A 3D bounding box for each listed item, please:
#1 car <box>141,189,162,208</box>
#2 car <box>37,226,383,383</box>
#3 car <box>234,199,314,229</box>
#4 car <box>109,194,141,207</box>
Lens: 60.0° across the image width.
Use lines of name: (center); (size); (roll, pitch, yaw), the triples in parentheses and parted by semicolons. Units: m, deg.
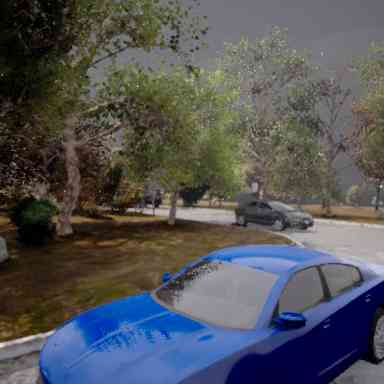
car: (-5.704, 0.643, 35.907); (5.566, 2.045, 2.150); (1, 0, 38)
car: (0.794, 1.474, 4.126); (5.008, 1.535, 1.882); (0, 0, -40)
car: (4.291, 1.195, 18.049); (1.837, 1.490, 4.892); (1, 0, -31)
car: (-7.927, 0.708, 33.401); (4.553, 1.767, 2.097); (1, 0, 25)
